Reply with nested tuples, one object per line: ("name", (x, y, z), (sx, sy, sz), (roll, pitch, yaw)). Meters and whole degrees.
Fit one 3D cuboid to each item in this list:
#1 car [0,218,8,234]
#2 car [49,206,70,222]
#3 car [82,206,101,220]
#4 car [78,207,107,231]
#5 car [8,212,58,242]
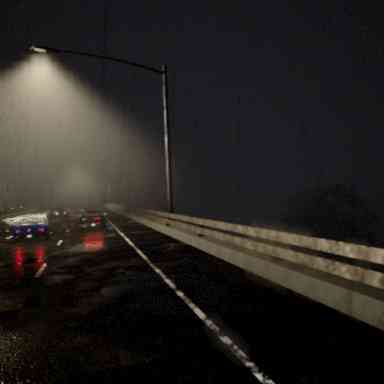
("car", (-14.149, 2.383, 23.064), (1.812, 1.442, 4.674), (-2, -1, -17))
("car", (-14.846, 2.379, 37.034), (2.097, 1.767, 4.553), (-2, -1, -17))
("car", (-12.484, 2.512, 41.225), (2.033, 1.411, 5.357), (-2, -1, -18))
("car", (-7.786, 2.114, 26.132), (1.837, 1.490, 4.892), (-2, 0, -17))
("car", (-9.793, 2.243, 20.849), (1.895, 1.301, 4.718), (-2, -1, -17))
